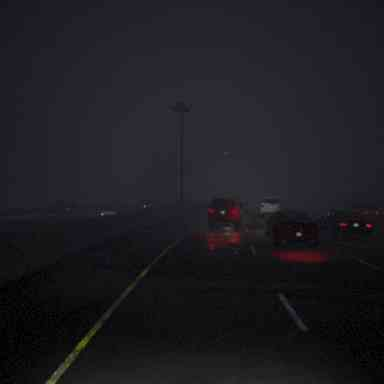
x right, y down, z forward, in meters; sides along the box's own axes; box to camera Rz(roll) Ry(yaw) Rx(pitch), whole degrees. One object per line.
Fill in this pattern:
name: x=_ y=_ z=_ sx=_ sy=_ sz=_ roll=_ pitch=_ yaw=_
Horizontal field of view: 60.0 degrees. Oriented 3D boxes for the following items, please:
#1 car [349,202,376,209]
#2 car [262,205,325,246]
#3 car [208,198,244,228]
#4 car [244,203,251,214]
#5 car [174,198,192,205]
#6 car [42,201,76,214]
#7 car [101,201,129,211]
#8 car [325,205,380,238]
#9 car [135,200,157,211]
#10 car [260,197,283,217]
car: x=13.862 y=1.635 z=27.721 sx=2.097 sy=1.767 sz=4.553 roll=0 pitch=0 yaw=12
car: x=4.778 y=1.634 z=16.365 sx=1.882 sy=1.535 sz=5.008 roll=0 pitch=-1 yaw=7
car: x=2.502 y=1.442 z=24.575 sx=2.150 sy=2.045 sz=5.566 roll=0 pitch=0 yaw=10
car: x=6.411 y=1.982 z=41.903 sx=1.895 sy=1.301 sz=4.718 roll=0 pitch=0 yaw=14
car: x=-1.376 y=1.820 z=54.946 sx=2.097 sy=1.767 sz=4.553 roll=0 pitch=-1 yaw=14
car: x=-15.885 y=1.786 z=39.926 sx=2.128 sy=1.511 sz=4.902 roll=0 pitch=-1 yaw=13
car: x=-10.689 y=1.913 z=46.449 sx=2.033 sy=1.411 sz=5.357 roll=0 pitch=-1 yaw=14
car: x=8.664 y=1.741 z=19.241 sx=2.033 sy=1.411 sz=5.357 roll=0 pitch=0 yaw=9
car: x=-6.635 y=1.897 z=48.287 sx=1.837 sy=1.490 sz=4.892 roll=0 pitch=0 yaw=14
car: x=8.394 y=1.552 z=35.249 sx=2.150 sy=2.045 sz=5.566 roll=0 pitch=-1 yaw=14
